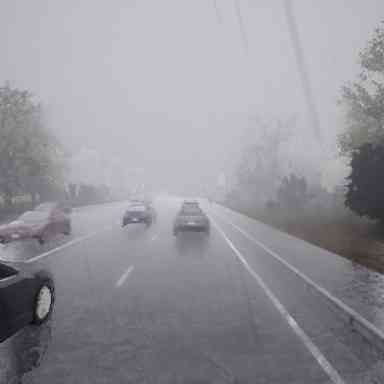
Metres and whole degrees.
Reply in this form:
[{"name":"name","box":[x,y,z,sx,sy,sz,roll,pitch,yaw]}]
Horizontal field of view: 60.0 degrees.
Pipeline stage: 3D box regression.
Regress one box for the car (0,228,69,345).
[{"name":"car","box":[-3.431,1.508,4.217,1.837,1.490,4.892,0,0,0]}]

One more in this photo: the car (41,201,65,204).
[{"name":"car","box":[-10.764,1.488,25.385,1.882,1.535,5.008,0,0,0]}]

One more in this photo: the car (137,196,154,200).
[{"name":"car","box":[-7.446,1.517,55.661,1.837,1.490,4.892,0,0,0]}]

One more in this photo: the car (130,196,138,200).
[{"name":"car","box":[-10.970,1.493,65.503,1.882,1.535,5.008,0,0,0]}]

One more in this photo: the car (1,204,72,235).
[{"name":"car","box":[-7.196,1.532,15.839,1.812,1.442,4.674,0,0,0]}]

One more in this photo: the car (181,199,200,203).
[{"name":"car","box":[-0.147,1.496,36.420,2.128,1.511,4.902,0,0,0]}]

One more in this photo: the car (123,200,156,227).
[{"name":"car","box":[-3.534,1.531,22.815,1.812,1.442,4.674,0,0,0]}]

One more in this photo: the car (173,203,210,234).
[{"name":"car","box":[-0.020,1.567,19.054,1.994,1.385,4.181,0,0,0]}]
